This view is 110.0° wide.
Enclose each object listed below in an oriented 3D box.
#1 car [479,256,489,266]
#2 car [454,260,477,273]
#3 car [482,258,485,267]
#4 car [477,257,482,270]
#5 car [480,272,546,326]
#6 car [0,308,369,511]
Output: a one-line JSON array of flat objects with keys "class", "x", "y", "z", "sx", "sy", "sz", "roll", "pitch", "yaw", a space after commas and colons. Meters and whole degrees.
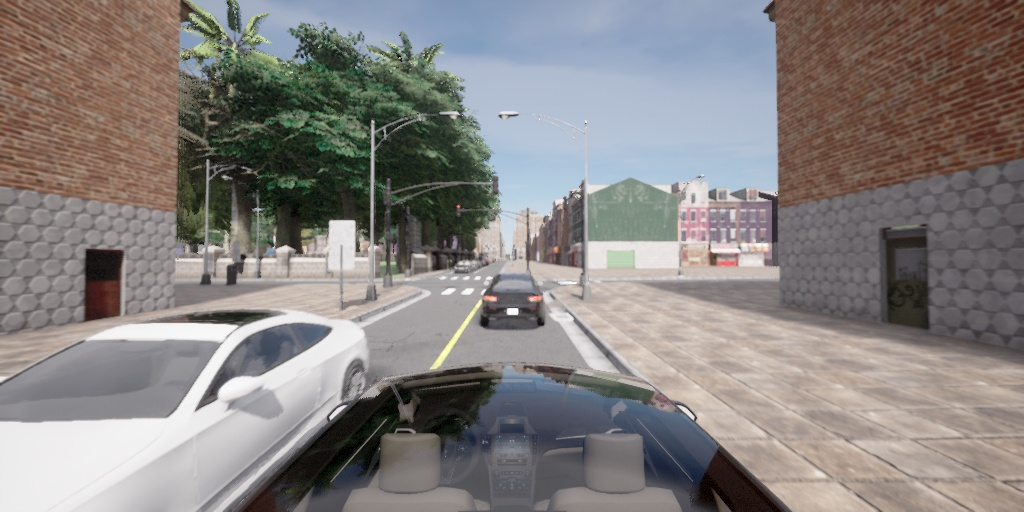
[{"class": "car", "x": -5.560, "y": 1.201, "z": 63.825, "sx": 1.802, "sy": 1.307, "sz": 4.207, "roll": 0, "pitch": 0, "yaw": 0}, {"class": "car", "x": -5.448, "y": 1.199, "z": 40.340, "sx": 2.007, "sy": 1.370, "sz": 4.403, "roll": 0, "pitch": 0, "yaw": 0}, {"class": "car", "x": -5.495, "y": 1.193, "z": 52.925, "sx": 1.948, "sy": 1.339, "sz": 4.313, "roll": 0, "pitch": 0, "yaw": 0}, {"class": "car", "x": -5.463, "y": 1.186, "z": 47.475, "sx": 2.007, "sy": 1.370, "sz": 4.403, "roll": 0, "pitch": 0, "yaw": 0}, {"class": "car", "x": 0.043, "y": 1.245, "z": 11.468, "sx": 1.812, "sy": 1.442, "sz": 4.674, "roll": 0, "pitch": 0, "yaw": 1}, {"class": "car", "x": -2.831, "y": 1.271, "z": 3.125, "sx": 1.812, "sy": 1.442, "sz": 4.674, "roll": 0, "pitch": 0, "yaw": 0}]
